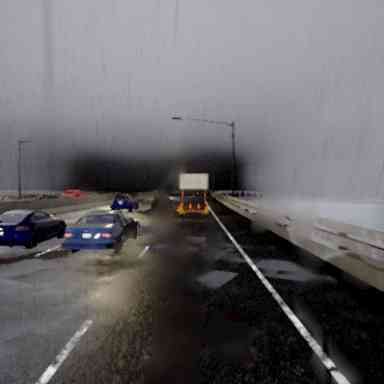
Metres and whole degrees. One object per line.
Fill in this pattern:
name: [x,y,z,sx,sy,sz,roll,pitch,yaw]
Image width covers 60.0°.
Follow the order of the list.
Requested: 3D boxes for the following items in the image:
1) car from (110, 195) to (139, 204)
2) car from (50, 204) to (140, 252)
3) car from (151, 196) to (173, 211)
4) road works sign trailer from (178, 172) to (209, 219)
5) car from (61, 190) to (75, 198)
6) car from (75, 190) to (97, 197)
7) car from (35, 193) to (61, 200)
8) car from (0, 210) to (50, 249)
car: [-6.667,1.029,33.256,2.097,1.767,4.553,0,1,1]
car: [-3.355,1.420,13.168,2.033,1.411,5.357,0,1,0]
car: [-3.140,1.134,35.301,1.882,1.535,5.008,0,1,1]
road works sign trailer: [0.144,0.208,26.397,2.380,3.560,2.880,0,1,1]
car: [-20.428,0.676,56.153,2.150,2.045,5.566,0,1,2]
car: [-16.972,0.821,54.647,2.097,1.767,4.553,0,1,2]
car: [-23.965,0.948,54.679,1.882,1.535,5.008,0,1,2]
car: [-6.849,1.430,13.870,1.994,1.385,4.181,0,1,0]
